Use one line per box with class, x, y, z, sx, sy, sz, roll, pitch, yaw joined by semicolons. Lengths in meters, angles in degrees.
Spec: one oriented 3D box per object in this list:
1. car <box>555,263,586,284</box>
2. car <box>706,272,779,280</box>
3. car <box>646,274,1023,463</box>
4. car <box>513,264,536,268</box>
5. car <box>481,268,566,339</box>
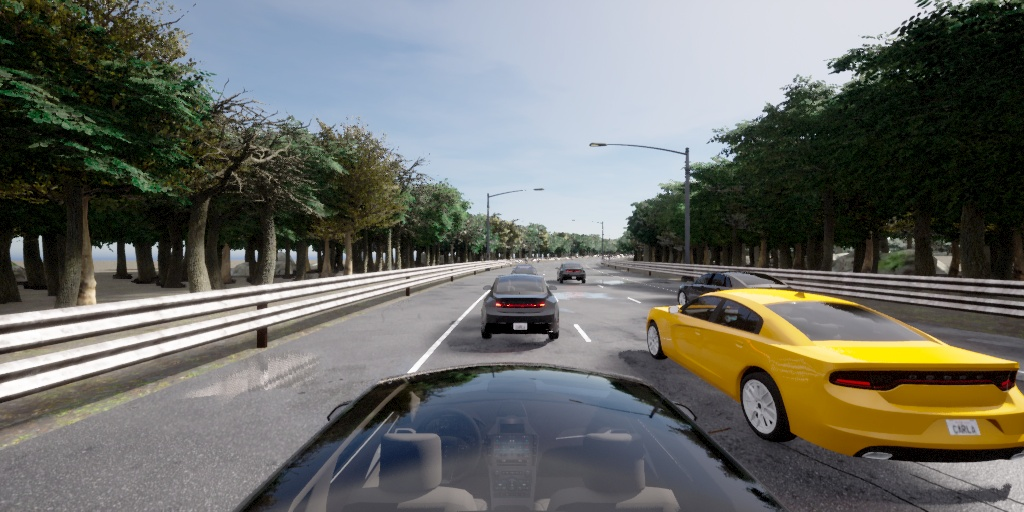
car;4.459;1.257;27.356;1.837;1.490;4.892;0;0;3
car;7.268;1.255;11.991;1.837;1.490;4.892;0;0;2
car;3.652;1.227;5.363;1.882;1.535;5.008;0;0;0
car;0.961;1.317;27.489;1.994;1.385;4.181;0;0;3
car;0.225;1.255;10.065;1.837;1.490;4.892;0;0;1
